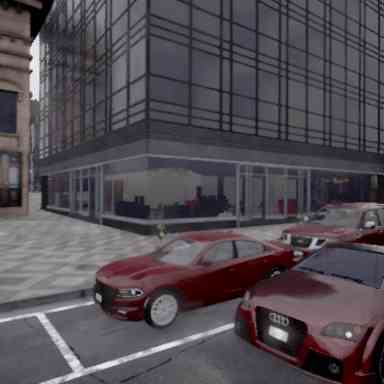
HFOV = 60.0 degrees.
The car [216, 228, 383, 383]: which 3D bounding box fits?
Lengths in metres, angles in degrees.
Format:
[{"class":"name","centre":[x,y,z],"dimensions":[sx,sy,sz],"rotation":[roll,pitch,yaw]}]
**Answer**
[{"class":"car","centre":[2.661,1.554,5.274],"dimensions":[4.181,1.385,1.994],"rotation":[0,0,-36]}]

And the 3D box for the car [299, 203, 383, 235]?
[{"class":"car","centre":[4.838,1.295,10.203],"dimensions":[5.009,1.841,2.192],"rotation":[0,1,-35]}]

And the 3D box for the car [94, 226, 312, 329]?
[{"class":"car","centre":[0.257,1.537,6.939],"dimensions":[4.507,1.381,1.887],"rotation":[0,1,-35]}]
